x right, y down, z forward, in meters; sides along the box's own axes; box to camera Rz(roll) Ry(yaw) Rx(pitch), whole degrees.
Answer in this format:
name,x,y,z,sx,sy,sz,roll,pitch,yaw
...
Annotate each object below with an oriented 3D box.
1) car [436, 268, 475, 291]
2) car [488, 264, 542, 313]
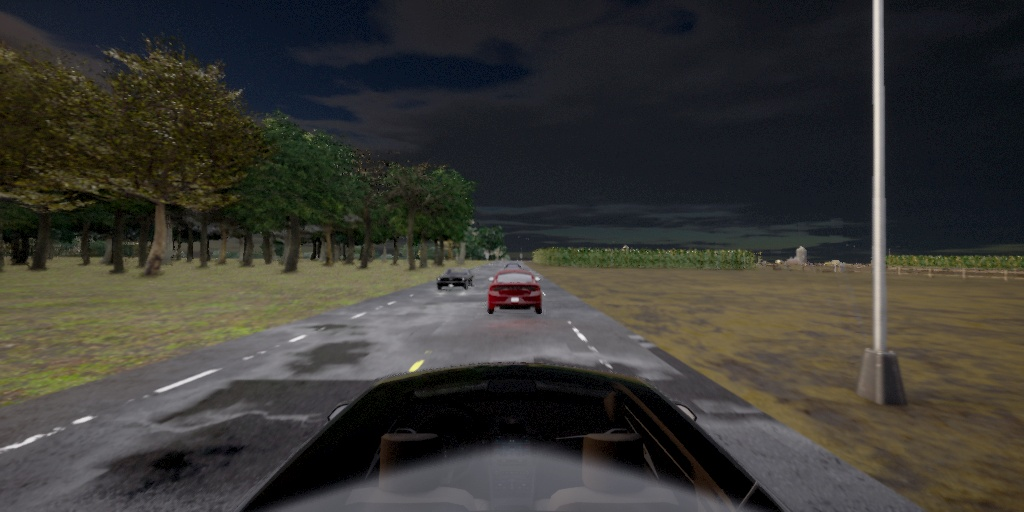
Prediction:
name,x,y,z,sx,sy,sz,roll,pitch,yaw
car,-3.558,1.437,23.187,1.895,1.301,4.718,0,0,1
car,0.097,1.279,14.244,1.882,1.535,5.008,0,0,0
